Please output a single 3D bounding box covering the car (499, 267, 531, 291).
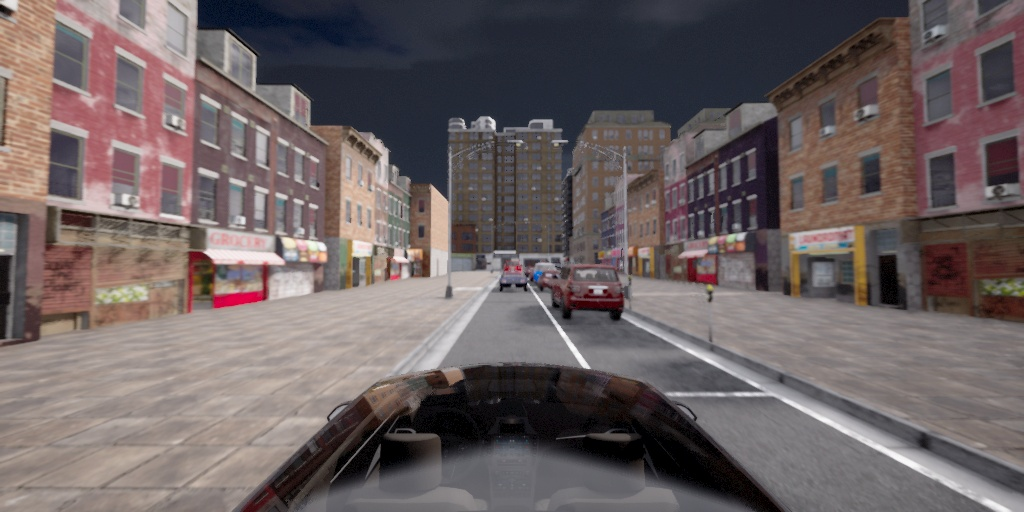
[{"bbox_3d":[0.083,1.671,25.082,1.895,1.301,4.718,0,-1,0],"label":"car"}]

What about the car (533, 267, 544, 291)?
[{"bbox_3d":[2.631,1.641,24.312,1.802,1.307,4.207,0,0,0],"label":"car"}]

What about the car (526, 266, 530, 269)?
[{"bbox_3d":[2.627,1.773,35.186,1.888,1.381,4.507,0,0,0],"label":"car"}]

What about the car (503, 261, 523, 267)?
[{"bbox_3d":[0.078,1.581,43.096,2.150,2.045,5.566,0,-1,0],"label":"car"}]

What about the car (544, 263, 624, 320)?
[{"bbox_3d":[2.635,1.218,13.438,2.192,1.841,5.009,0,0,0],"label":"car"}]

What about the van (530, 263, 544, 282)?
[{"bbox_3d":[2.629,1.483,29.749,1.690,1.789,3.998,0,0,0],"label":"van"}]
